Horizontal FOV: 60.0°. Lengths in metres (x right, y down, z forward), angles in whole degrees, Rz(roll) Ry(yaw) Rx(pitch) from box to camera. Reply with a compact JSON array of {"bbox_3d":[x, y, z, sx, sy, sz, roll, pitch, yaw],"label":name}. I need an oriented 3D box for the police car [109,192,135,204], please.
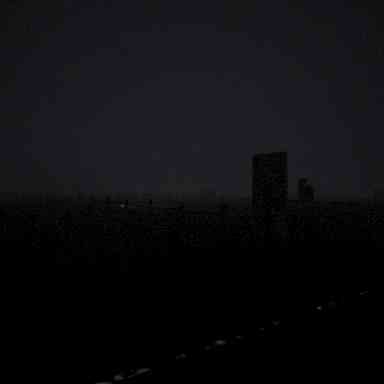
[{"bbox_3d":[-9.311,0.817,44.301,2.038,1.542,4.974,0,1,-36],"label":"police car"}]
